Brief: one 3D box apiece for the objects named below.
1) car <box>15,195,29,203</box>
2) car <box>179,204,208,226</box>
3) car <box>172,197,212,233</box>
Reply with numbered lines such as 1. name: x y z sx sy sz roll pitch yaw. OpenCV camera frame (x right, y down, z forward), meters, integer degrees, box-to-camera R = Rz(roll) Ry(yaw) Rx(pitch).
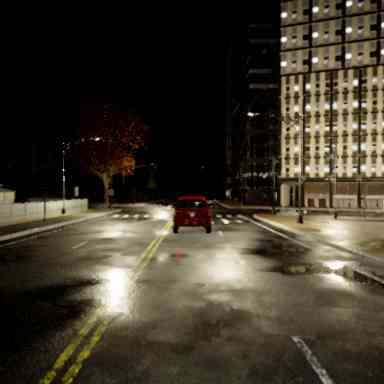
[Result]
1. car: -31.222 1.336 59.256 4.553 1.767 2.097 0 1 21
2. car: 0.081 1.674 25.245 1.994 1.385 4.181 0 0 0
3. car: -0.011 1.309 20.308 2.150 2.045 5.566 0 0 -1
